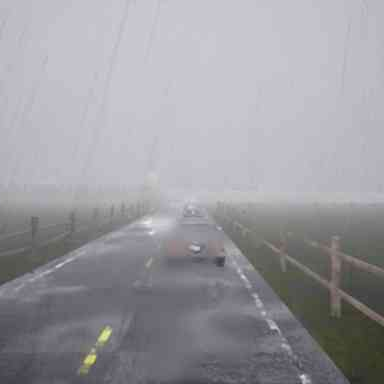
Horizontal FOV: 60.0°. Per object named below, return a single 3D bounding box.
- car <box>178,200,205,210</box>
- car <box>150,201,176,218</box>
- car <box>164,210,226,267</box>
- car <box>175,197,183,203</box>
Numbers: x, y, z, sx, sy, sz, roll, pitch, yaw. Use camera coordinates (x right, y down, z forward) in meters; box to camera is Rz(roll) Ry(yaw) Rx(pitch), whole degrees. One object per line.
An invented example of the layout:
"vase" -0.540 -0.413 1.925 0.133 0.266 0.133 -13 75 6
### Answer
"car" 0.095 1.658 28.258 2.033 1.411 5.357 0 0 0
"car" -2.850 1.724 31.648 1.895 1.301 4.718 0 0 0
"car" 0.091 1.595 11.590 2.033 1.411 5.357 0 0 0
"car" -2.751 1.769 72.191 2.033 1.411 5.357 0 0 0
